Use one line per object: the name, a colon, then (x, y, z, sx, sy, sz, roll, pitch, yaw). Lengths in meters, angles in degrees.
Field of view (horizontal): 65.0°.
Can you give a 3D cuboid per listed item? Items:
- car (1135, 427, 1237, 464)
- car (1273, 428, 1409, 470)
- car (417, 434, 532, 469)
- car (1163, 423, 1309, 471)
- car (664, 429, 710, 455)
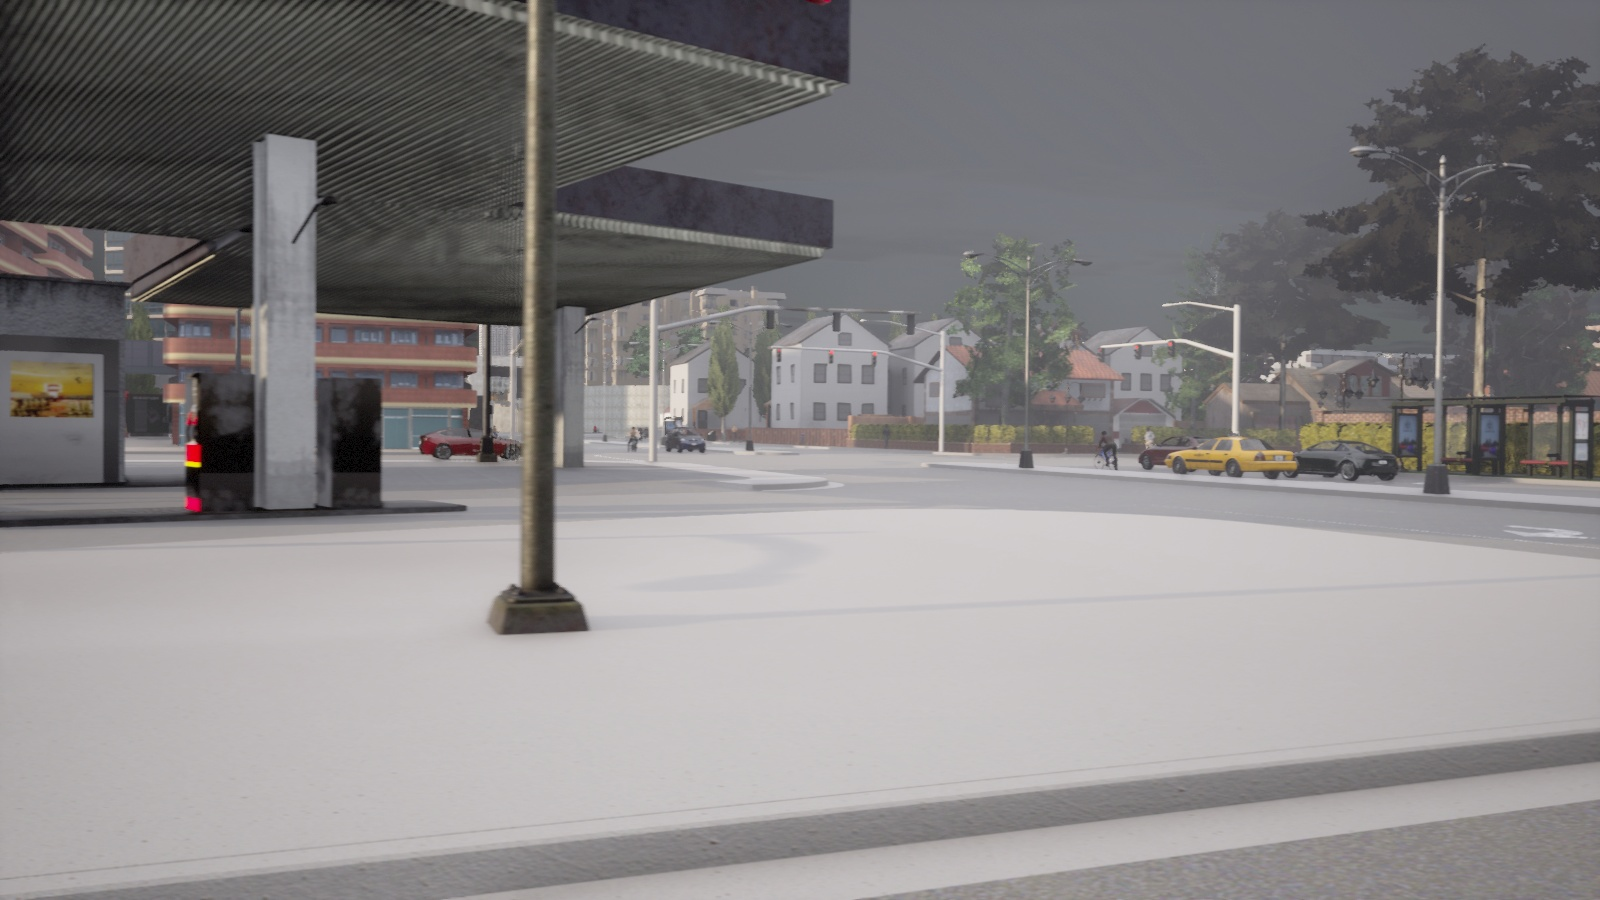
car: (15.921, -0.208, 52.051, 1.816, 1.474, 4.193, -1, 1, -21)
car: (18.954, -0.062, 44.202, 1.994, 1.385, 4.181, -1, 1, -22)
car: (-14.804, 0.028, 57.128, 4.792, 1.488, 2.163, -1, 1, -22)
car: (15.209, -0.146, 44.159, 1.801, 1.575, 5.366, -1, 1, -21)
car: (-7.260, -0.531, 80.250, 1.851, 1.617, 3.988, -1, 1, -21)
